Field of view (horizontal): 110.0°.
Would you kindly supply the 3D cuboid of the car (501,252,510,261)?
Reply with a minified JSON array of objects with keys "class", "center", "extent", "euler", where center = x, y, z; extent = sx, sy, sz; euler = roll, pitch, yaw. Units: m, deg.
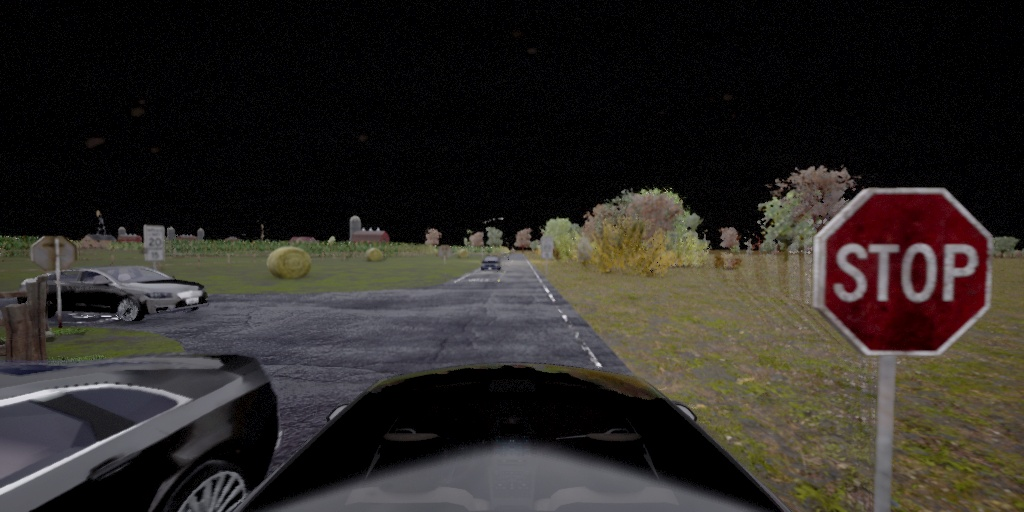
[{"class":"car","center":[-1.378,0.094,62.286],"extent":[2.128,1.511,4.902],"euler":[0,1,1]}]

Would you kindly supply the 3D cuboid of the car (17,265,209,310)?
[{"class":"car","center":[-11.874,1.040,10.822],"extent":[4.902,1.511,2.128],"euler":[0,2,6]}]

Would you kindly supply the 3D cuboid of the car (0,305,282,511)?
[{"class":"car","center":[-2.755,1.260,0.771],"extent":[2.128,1.511,4.902],"euler":[0,1,1]}]

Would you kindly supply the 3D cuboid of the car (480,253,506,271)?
[{"class":"car","center":[-1.976,0.728,35.590],"extent":[2.033,1.411,5.357],"euler":[0,1,1]}]
